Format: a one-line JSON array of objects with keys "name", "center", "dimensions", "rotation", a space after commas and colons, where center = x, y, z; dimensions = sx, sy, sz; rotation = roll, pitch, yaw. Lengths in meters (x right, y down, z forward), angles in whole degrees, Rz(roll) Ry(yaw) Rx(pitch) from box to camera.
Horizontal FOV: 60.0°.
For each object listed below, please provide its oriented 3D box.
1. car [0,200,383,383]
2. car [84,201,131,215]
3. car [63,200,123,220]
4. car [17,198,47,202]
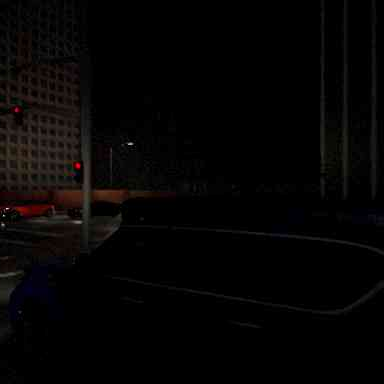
[{"name": "car", "center": [0.138, 1.220, 3.894], "dimensions": [5.566, 2.045, 2.150], "rotation": [0, 0, 36]}, {"name": "car", "center": [-8.852, 1.643, 35.365], "dimensions": [1.895, 1.301, 4.718], "rotation": [0, 0, 35]}, {"name": "car", "center": [-8.663, 1.522, 29.590], "dimensions": [1.882, 1.535, 5.008], "rotation": [0, 0, 35]}, {"name": "car", "center": [-14.049, 1.394, 28.051], "dimensions": [2.097, 1.767, 4.553], "rotation": [0, 0, 35]}]
